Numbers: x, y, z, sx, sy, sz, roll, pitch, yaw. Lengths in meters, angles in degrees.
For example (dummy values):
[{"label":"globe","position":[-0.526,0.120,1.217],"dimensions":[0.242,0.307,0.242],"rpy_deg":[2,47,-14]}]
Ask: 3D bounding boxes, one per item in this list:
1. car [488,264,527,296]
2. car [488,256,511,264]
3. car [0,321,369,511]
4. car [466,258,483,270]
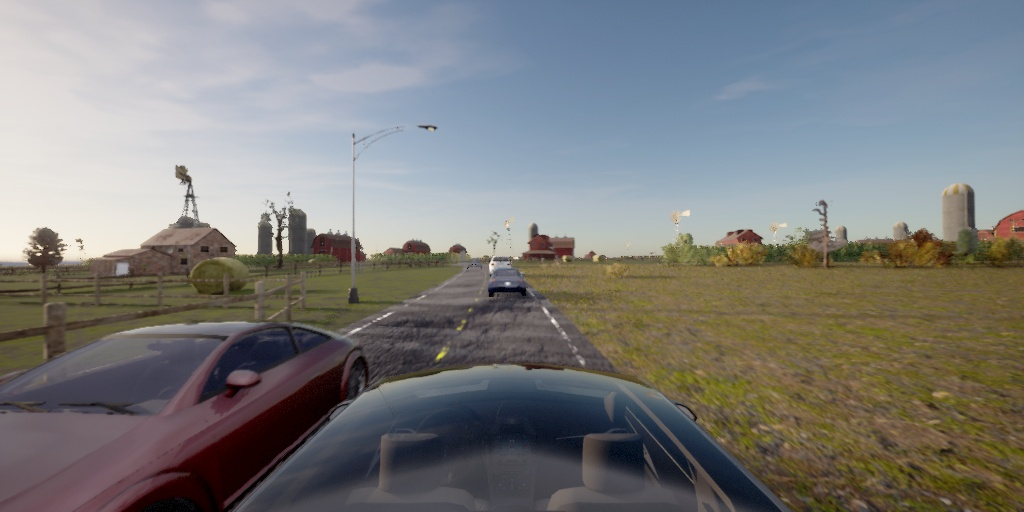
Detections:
[{"label":"car","position":[-0.281,1.327,19.518],"dimensions":[1.994,1.385,4.181],"rpy_deg":[0,0,-2]},{"label":"car","position":[-1.288,1.012,37.809],"dimensions":[2.150,2.045,5.566],"rpy_deg":[0,0,-4]},{"label":"car","position":[-2.888,1.317,3.091],"dimensions":[1.994,1.385,4.181],"rpy_deg":[0,0,0]},{"label":"car","position":[-4.603,0.973,43.781],"dimensions":[1.994,1.385,4.181],"rpy_deg":[0,0,-5]}]
